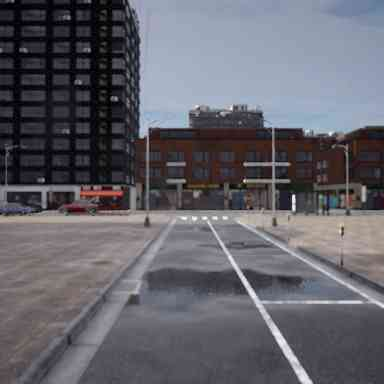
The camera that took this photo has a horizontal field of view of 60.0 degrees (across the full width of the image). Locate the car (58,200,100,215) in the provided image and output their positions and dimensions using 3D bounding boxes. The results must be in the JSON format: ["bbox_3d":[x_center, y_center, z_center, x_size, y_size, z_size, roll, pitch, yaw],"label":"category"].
[{"bbox_3d":[-13.520,1.774,39.798,4.553,1.767,2.097,0,-1,0],"label":"car"}]

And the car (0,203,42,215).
[{"bbox_3d":[-19.588,1.929,36.801,5.357,1.411,2.033,0,-1,0],"label":"car"}]
